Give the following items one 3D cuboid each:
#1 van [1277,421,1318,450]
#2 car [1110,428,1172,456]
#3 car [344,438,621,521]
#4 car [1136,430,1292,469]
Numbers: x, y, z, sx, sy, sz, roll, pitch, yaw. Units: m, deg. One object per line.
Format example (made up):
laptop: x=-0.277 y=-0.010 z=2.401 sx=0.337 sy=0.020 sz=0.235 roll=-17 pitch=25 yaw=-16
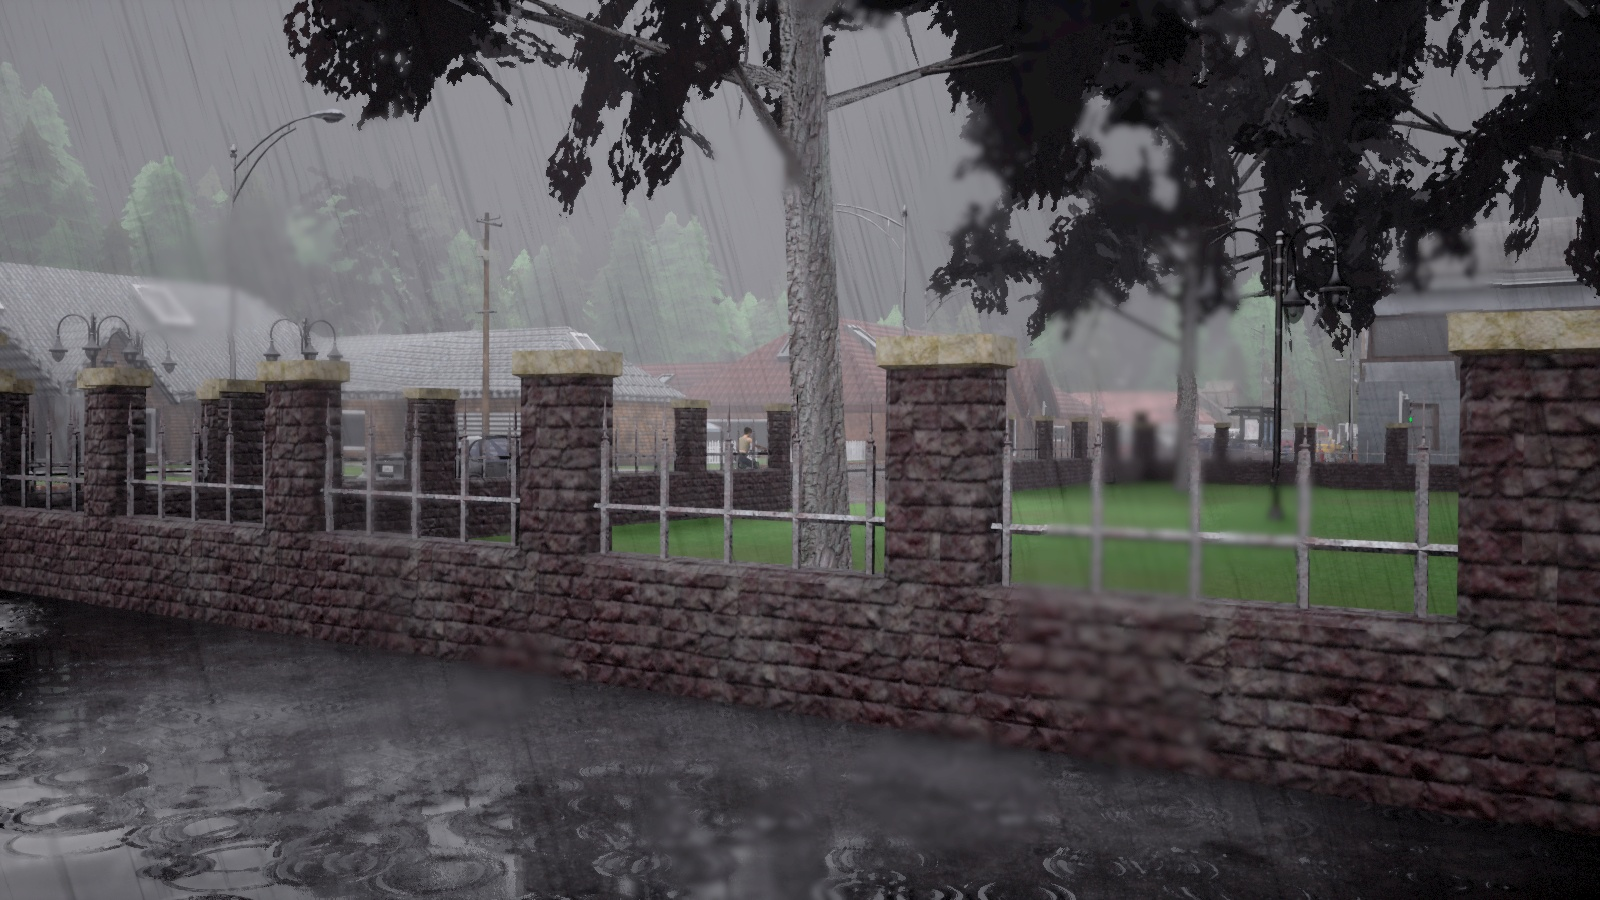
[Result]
van: x=34.197 y=-1.002 z=86.217 sx=1.775 sy=1.987 sz=4.442 roll=0 pitch=1 yaw=33
car: x=19.229 y=-0.460 z=70.638 sx=2.007 sy=1.525 sz=4.514 roll=0 pitch=1 yaw=34
car: x=-6.040 y=0.496 z=24.689 sx=2.033 sy=1.411 sz=5.357 roll=0 pitch=1 yaw=32
car: x=15.751 y=-0.017 z=47.880 sx=5.357 sy=1.411 sz=2.033 roll=0 pitch=1 yaw=30
